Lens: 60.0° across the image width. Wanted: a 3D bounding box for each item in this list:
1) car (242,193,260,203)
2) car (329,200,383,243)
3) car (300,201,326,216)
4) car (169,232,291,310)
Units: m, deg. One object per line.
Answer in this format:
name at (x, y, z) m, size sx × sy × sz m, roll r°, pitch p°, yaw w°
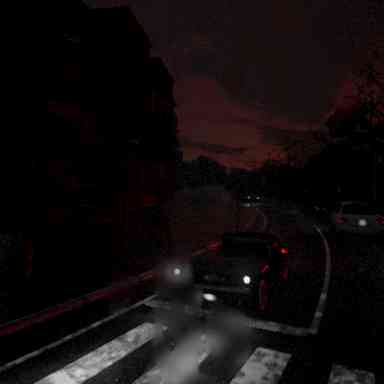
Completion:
car at (9.821, 0.907, 55.548) m, size 2.097 × 1.767 × 4.553 m, roll 1°, pitch 2°, yaw -3°
car at (8.734, 1.460, 17.846) m, size 2.150 × 2.045 × 5.566 m, roll 0°, pitch 0°, yaw 19°
car at (12.791, 1.701, 35.417) m, size 2.033 × 1.411 × 5.357 m, roll 1°, pitch 1°, yaw 8°
car at (1.245, 1.751, 8.455) m, size 1.895 × 1.301 × 4.718 m, roll 0°, pitch -1°, yaw 24°
